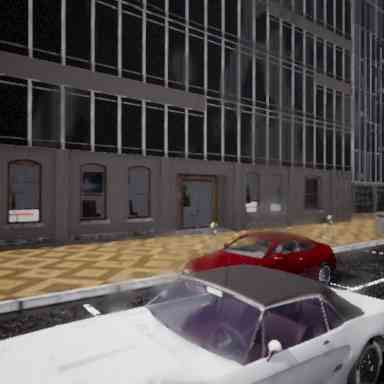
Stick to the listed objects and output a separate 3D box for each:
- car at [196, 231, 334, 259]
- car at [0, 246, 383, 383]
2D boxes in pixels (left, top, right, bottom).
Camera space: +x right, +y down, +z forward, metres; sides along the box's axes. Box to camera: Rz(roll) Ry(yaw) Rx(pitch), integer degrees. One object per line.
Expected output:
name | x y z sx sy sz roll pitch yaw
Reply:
car | 1.711 1.615 7.792 4.206 1.307 1.802 0 0 -36
car | 0.348 1.614 3.629 4.718 1.301 1.895 0 0 -36
